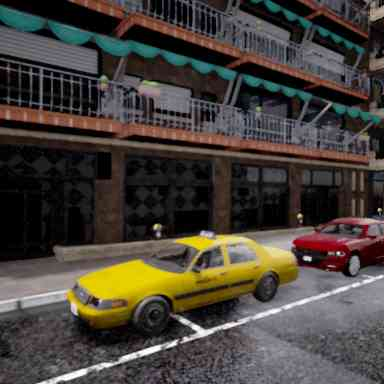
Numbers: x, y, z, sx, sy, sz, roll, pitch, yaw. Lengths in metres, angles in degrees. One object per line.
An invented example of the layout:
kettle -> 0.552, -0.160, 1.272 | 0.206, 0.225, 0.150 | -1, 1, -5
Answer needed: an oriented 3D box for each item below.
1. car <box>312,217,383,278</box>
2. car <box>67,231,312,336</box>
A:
car -> 4.860, 1.482, 10.012 | 4.507, 1.381, 1.887 | 0, 1, -35
car -> 0.113, 1.501, 6.627 | 4.829, 1.417, 1.752 | 0, 1, -35
